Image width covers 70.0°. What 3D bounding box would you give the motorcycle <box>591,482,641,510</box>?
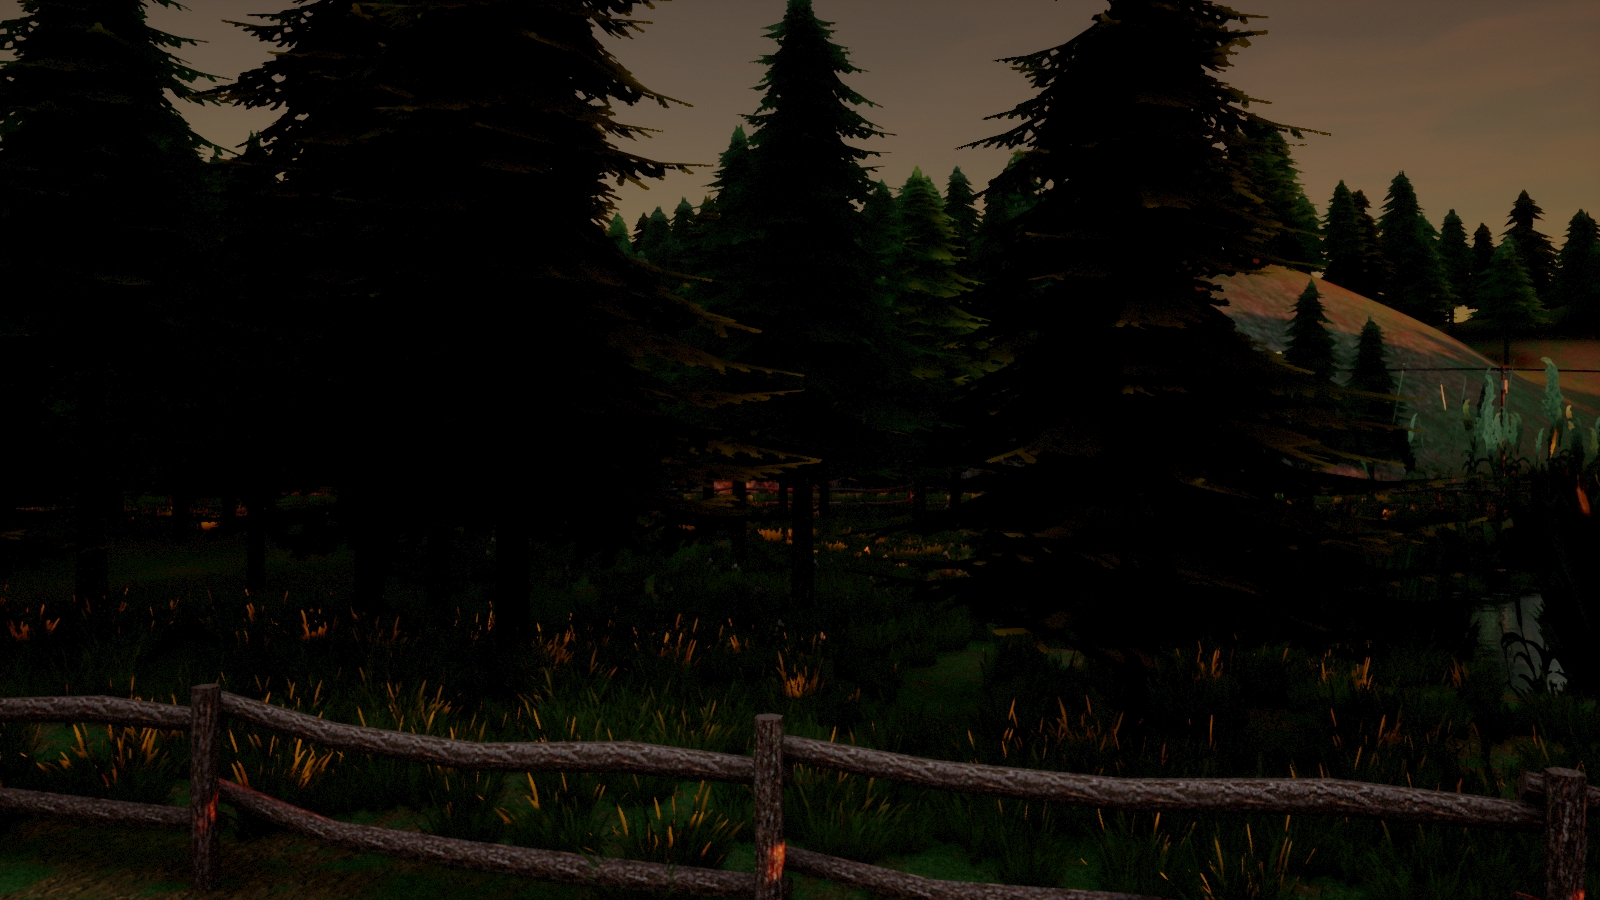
[{"bbox_3d":[-8.716,2.178,54.116,2.209,1.251,0.867,0,0,14],"label":"motorcycle"}]
